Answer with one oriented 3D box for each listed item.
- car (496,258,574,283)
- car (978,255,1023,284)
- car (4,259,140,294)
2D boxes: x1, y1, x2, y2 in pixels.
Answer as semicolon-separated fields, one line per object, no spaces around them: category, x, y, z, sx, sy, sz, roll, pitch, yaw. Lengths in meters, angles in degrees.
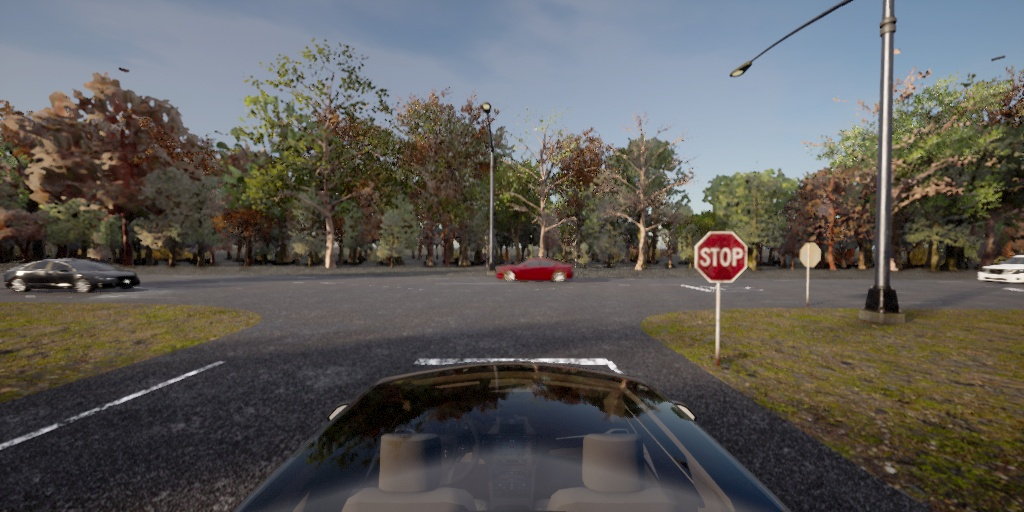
car;1.484;0.908;23.177;5.008;1.535;1.882;0;1;0
car;33.683;0.916;22.949;5.566;2.045;2.150;-1;1;0
car;-20.018;0.899;16.429;4.892;1.490;1.837;0;1;1
